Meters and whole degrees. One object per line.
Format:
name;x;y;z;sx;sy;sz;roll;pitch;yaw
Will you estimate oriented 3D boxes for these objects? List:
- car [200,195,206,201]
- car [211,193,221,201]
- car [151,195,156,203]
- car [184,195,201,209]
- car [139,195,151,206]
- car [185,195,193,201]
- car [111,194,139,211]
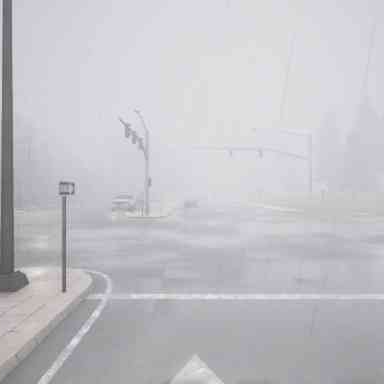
car;2.693;1.524;85.929;1.812;1.442;4.674;0;0;-1
car;6.193;1.225;85.939;2.150;2.045;5.566;0;0;-1
car;-8.550;1.500;69.726;1.837;1.490;4.892;0;0;-1
car;-0.153;1.526;44.823;1.812;1.442;4.674;0;0;-1
car;-8.399;1.352;54.660;2.097;1.767;4.553;0;0;-1
car;-0.806;1.500;85.866;1.837;1.490;4.892;0;0;-1
car;-8.196;1.221;40.113;2.150;2.045;5.566;0;0;-1
